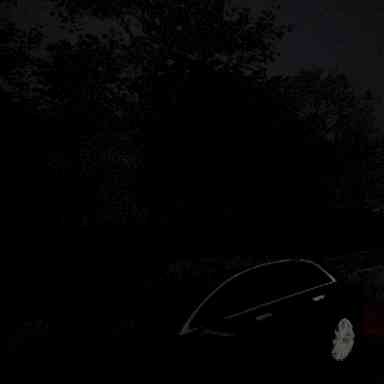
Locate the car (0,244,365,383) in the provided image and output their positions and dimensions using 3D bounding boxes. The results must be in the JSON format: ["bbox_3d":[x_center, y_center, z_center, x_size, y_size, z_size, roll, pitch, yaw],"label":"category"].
[{"bbox_3d":[0.284,1.506,4.193,4.892,1.490,1.837,0,0,-35],"label":"car"}]
